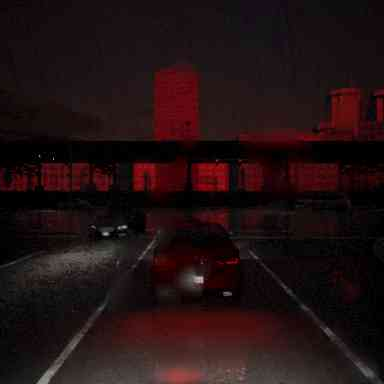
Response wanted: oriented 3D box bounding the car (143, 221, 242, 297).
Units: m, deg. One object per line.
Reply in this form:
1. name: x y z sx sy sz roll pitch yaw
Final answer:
1. car: 0.095 1.478 8.637 1.882 1.535 5.008 0 0 0

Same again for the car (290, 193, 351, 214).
1. car: 13.713 1.169 34.934 5.566 2.045 2.150 0 0 -3

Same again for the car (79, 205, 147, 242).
1. car: -3.502 1.493 16.478 2.128 1.511 4.902 0 0 4

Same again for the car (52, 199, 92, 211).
1. car: -14.152 1.526 39.420 4.674 1.442 1.812 0 0 2

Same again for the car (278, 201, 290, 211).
1. car: 12.429 1.307 38.704 4.553 1.767 2.097 0 0 2
